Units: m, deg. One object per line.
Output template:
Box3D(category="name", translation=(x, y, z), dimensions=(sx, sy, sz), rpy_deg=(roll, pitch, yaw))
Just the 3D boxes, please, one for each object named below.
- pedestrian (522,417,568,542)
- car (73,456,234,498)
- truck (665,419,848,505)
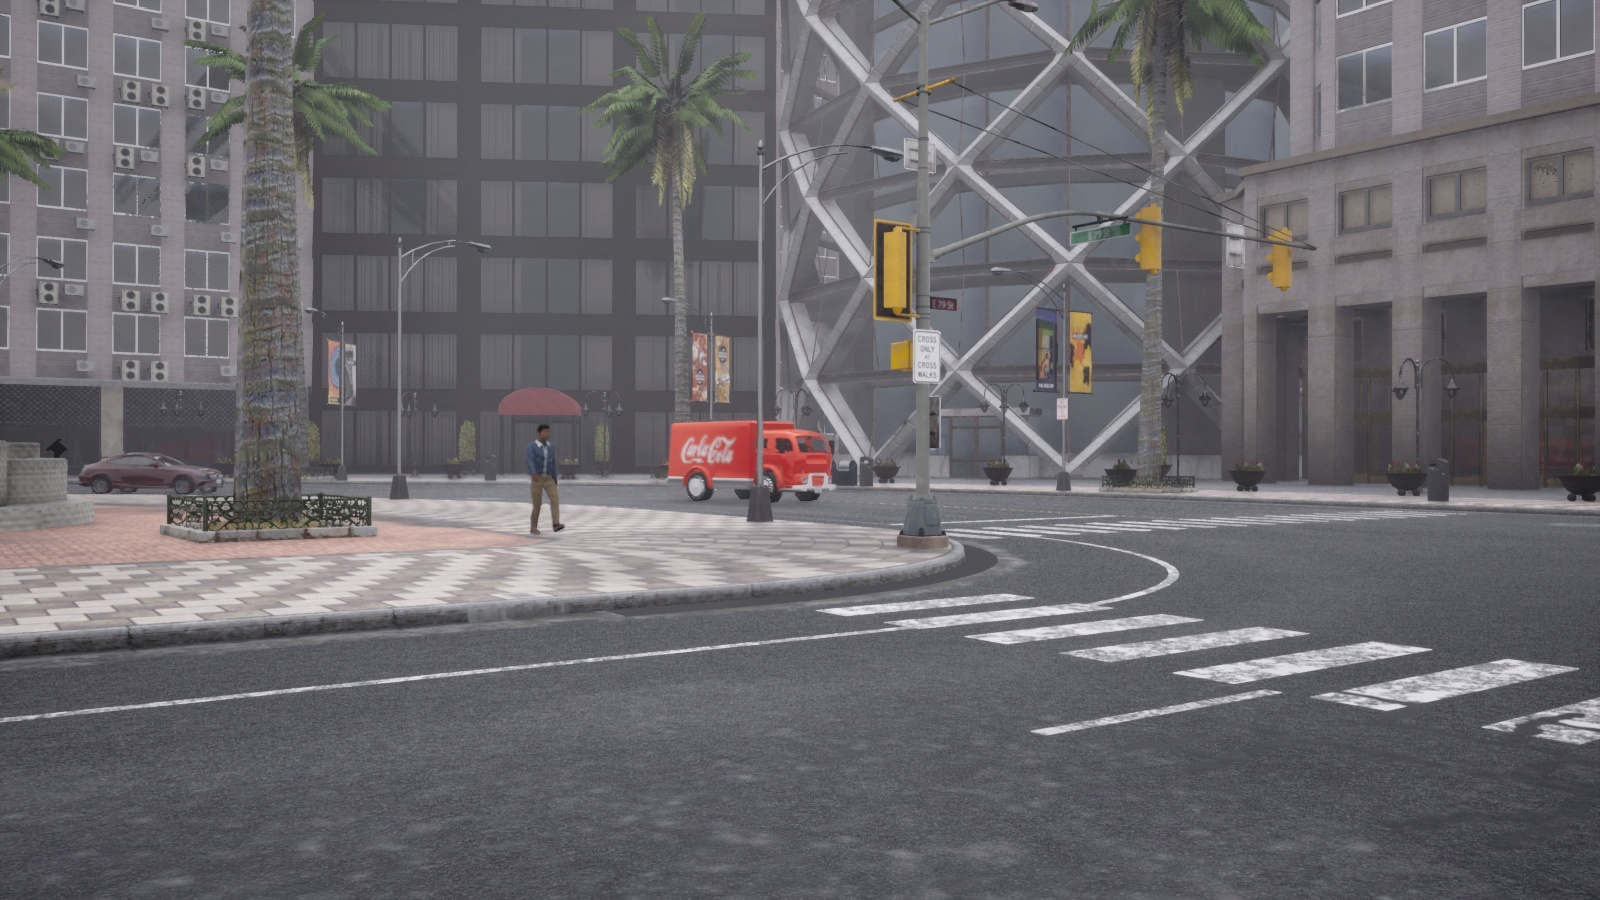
Box3D(category="pedestrian", translation=(-4.046, 0.459, 19.933), dimensions=(0.423, 1.949, 0.788), rpy_deg=(0, 0, -36))
Box3D(category="car", translation=(-22.372, 0.925, 43.550), dimensions=(4.674, 1.442, 1.812), rpy_deg=(0, 0, 1))
Box3D(category="truck", translation=(-1.388, 0.355, 38.503), dimensions=(5.204, 2.467, 2.627), rpy_deg=(0, 0, 40))
